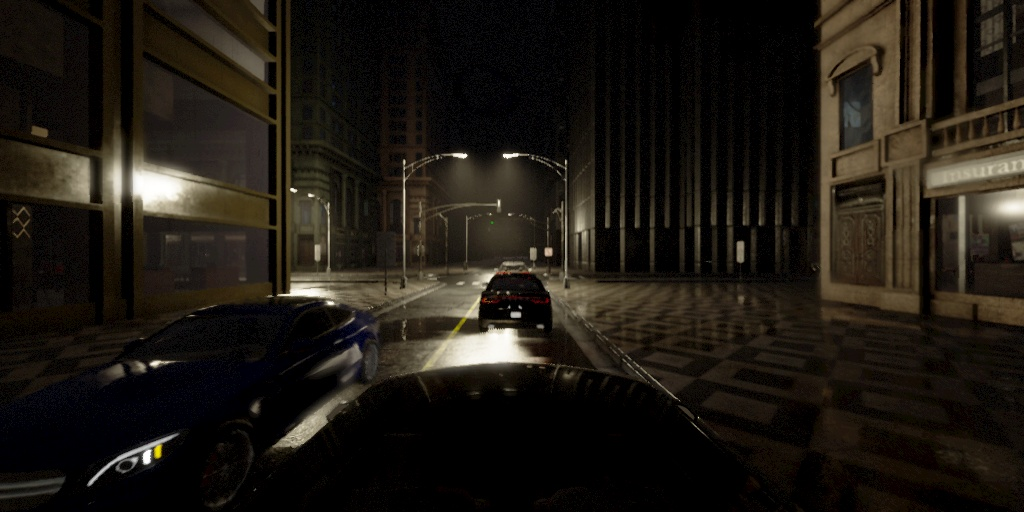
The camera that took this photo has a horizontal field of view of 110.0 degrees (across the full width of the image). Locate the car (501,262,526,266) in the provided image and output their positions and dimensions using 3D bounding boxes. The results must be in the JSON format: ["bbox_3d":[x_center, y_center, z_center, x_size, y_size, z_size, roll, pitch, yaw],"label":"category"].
[{"bbox_3d":[0.072,1.114,20.200,2.097,1.767,4.553,0,0,0],"label":"car"}]

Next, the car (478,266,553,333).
[{"bbox_3d":[0.088,1.233,10.839,1.882,1.535,5.008,0,0,0],"label":"car"}]

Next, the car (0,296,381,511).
[{"bbox_3d":[-3.101,1.277,4.339,1.812,1.442,4.674,0,0,0],"label":"car"}]

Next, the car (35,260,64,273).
[{"bbox_3d":[-44.951,1.192,34.167,5.008,1.535,1.882,0,0,1],"label":"car"}]

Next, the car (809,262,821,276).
[{"bbox_3d":[31.755,0.952,34.279,5.566,2.045,2.150,0,0,0],"label":"car"}]
